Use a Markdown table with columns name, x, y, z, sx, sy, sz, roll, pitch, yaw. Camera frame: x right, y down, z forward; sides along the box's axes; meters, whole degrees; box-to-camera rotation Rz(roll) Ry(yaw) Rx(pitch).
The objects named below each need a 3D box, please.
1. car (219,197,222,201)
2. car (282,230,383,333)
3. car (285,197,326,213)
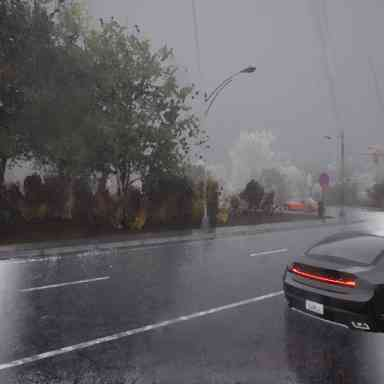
| name | x | y | z | sx | sy | sz | roll | pitch | yaw |
| --- | --- | --- | --- | --- | --- | --- | --- | --- | --- |
| car | 4.499 | 1.353 | 69.509 | 1.994 | 1.385 | 4.181 | 0 | 1 | -33 |
| car | 3.839 | 1.505 | 6.476 | 4.892 | 1.490 | 1.837 | 0 | 0 | -35 |
| car | 12.510 | 1.352 | 36.826 | 2.097 | 1.767 | 4.553 | 0 | 0 | -32 |
